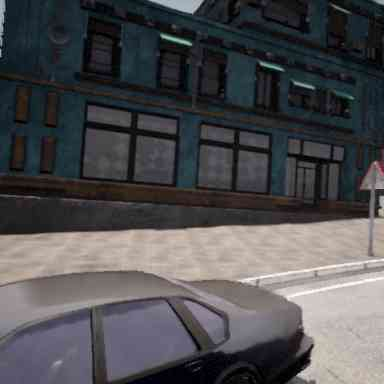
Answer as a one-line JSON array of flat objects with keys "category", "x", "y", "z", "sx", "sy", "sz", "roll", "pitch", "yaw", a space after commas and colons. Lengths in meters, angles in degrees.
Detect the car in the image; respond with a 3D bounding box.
[{"category": "car", "x": -1.196, "y": 1.532, "z": 2.957, "sx": 5.357, "sy": 1.411, "sz": 2.033, "roll": 0, "pitch": 0, "yaw": -34}]
